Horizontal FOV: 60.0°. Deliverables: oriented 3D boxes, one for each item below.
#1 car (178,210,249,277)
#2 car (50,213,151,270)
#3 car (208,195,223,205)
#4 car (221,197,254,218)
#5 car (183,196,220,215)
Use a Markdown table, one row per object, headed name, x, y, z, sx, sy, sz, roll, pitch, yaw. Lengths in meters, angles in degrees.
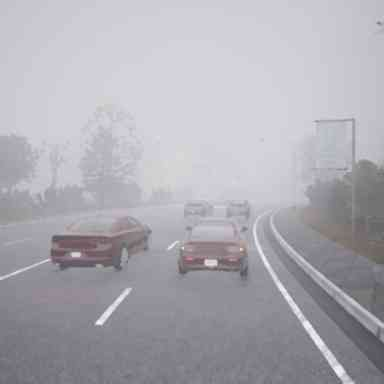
| name | x | y | z | sx | sy | sz | roll | pitch | yaw |
| --- | --- | --- | --- | --- | --- | --- | --- | --- | --- |
| car | 0.721 | 1.498 | 10.150 | 1.812 | 1.442 | 4.674 | 0 | 0 | 7 |
| car | -2.699 | 1.442 | 10.994 | 1.882 | 1.535 | 5.008 | 0 | 0 | 7 |
| car | 4.430 | 1.423 | 49.656 | 1.994 | 1.385 | 4.181 | 0 | 0 | 25 |
| car | 4.156 | 1.421 | 28.424 | 2.128 | 1.511 | 4.902 | 0 | 0 | 15 |
| car | 0.682 | 1.409 | 28.975 | 2.128 | 1.511 | 4.902 | 0 | 0 | 15 |
